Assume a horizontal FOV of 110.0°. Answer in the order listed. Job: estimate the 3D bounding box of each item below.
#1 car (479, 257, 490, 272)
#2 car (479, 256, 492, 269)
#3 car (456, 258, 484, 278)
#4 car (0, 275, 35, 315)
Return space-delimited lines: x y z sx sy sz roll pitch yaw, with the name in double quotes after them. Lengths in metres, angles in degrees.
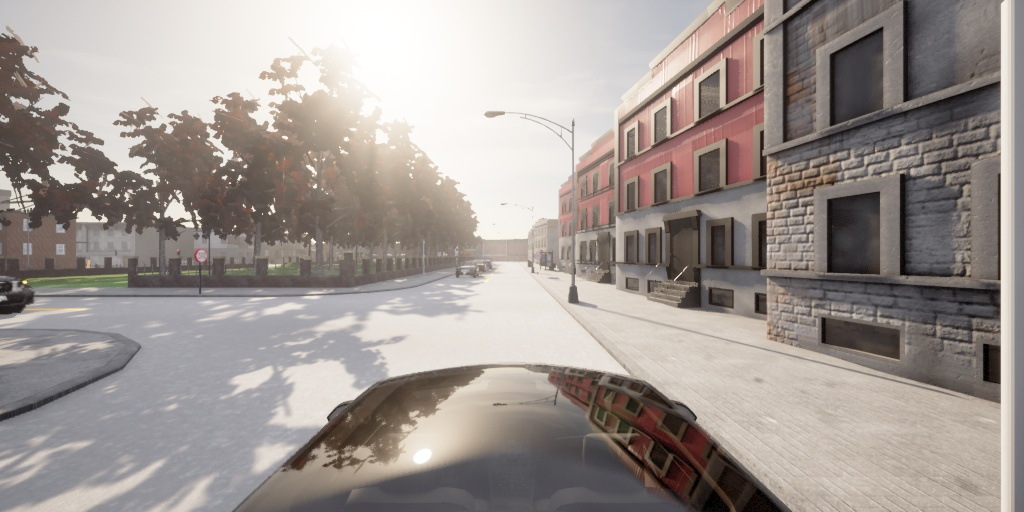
-4.199 1.228 44.330 1.882 1.535 5.008 0 0 0 "car"
-4.198 0.972 55.065 2.150 2.045 5.566 0 0 0 "car"
-4.179 1.241 34.182 2.128 1.511 4.902 0 0 0 "car"
-18.809 0.970 11.226 5.566 2.045 2.150 0 0 -1 "car"
